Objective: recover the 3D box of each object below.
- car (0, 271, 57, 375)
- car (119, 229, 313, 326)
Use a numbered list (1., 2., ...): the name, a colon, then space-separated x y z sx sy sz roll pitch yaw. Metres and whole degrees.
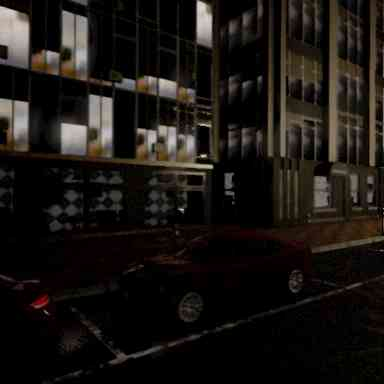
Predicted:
1. car: -3.819 1.587 3.823 4.206 1.307 1.802 0 1 -35
2. car: 0.696 1.520 7.044 4.507 1.381 1.887 0 1 -35
